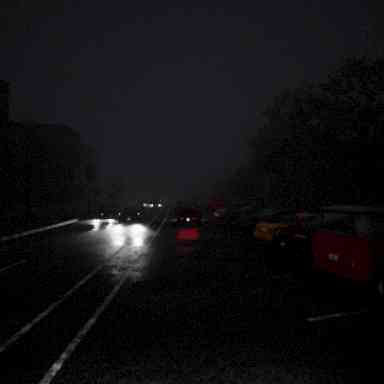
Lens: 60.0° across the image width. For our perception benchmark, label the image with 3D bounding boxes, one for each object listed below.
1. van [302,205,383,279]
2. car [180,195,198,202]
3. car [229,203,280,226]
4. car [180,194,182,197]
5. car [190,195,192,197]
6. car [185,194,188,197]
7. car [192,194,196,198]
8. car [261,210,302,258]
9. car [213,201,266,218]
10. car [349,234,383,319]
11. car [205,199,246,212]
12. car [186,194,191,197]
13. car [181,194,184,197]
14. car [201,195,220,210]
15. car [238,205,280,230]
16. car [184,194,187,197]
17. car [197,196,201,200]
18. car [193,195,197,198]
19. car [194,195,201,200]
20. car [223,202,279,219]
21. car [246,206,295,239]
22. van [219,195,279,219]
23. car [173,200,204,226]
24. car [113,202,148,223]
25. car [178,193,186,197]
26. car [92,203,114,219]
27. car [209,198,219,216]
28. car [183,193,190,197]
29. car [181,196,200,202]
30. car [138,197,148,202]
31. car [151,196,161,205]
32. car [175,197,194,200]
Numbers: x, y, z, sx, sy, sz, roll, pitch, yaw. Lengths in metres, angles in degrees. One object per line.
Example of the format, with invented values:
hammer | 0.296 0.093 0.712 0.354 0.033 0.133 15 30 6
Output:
van | 5.367 1.309 8.636 4.442 1.987 1.878 1 -1 -21
car | -0.735 1.777 94.451 4.553 1.767 2.185 1 0 -28
car | 5.003 1.616 20.446 4.674 1.452 2.002 0 0 -21
car | 0.377 1.922 85.605 4.892 1.521 2.231 1 0 -27
car | 2.732 1.759 61.951 5.008 1.535 2.097 1 0 -25
car | 1.631 1.842 73.790 5.008 1.535 2.097 1 -1 -26
car | 2.935 1.614 58.986 4.553 1.767 2.185 1 -1 -25
car | 5.211 1.546 11.561 5.008 1.535 2.097 1 -1 -21
car | 4.608 1.651 32.305 4.674 1.452 2.002 1 0 -23
car | 5.285 1.559 5.616 4.674 1.452 2.002 1 0 -21
car | 4.170 1.686 41.204 4.674 1.452 2.002 1 0 -23
car | 1.936 1.821 70.828 5.008 1.535 2.097 1 0 -26
car | 0.699 1.906 82.653 5.008 1.535 2.097 1 -1 -27
car | 4.354 1.382 38.256 5.566 2.045 2.435 1 -1 -23
car | 5.093 1.608 17.500 4.674 1.452 2.002 1 0 -21
car | 1.505 1.864 76.828 5.366 1.575 1.946 1 -1 -26
car | 3.824 1.675 47.135 4.892 1.521 2.231 1 0 -24
car | 3.189 1.722 56.032 5.008 1.535 2.097 1 -1 -24
car | 3.385 1.734 53.054 4.792 1.488 2.163 1 0 -24
car | 4.937 1.624 23.400 4.674 1.452 2.002 1 0 -22
car | 5.340 1.558 14.597 5.366 1.575 1.946 1 -1 -21
van | 4.736 1.365 26.322 4.442 1.987 1.878 1 0 -22
car | -0.341 1.608 24.657 1.837 1.490 4.892 0 0 -2
car | -4.766 1.715 26.951 1.895 1.301 4.718 0 0 -2
car | 0.048 1.674 88.579 5.566 2.045 2.435 1 0 -27
car | -7.703 1.692 30.236 1.994 1.385 4.181 0 0 -2
car | 4.558 1.595 29.265 5.366 1.575 1.946 1 0 -22
car | 1.056 1.760 79.708 4.553 1.767 2.185 1 0 -26
car | -0.314 1.949 91.531 4.792 1.488 2.163 1 0 -27
car | -10.483 1.881 71.622 2.033 1.411 5.357 0 0 -5
car | -7.287 1.690 67.647 2.097 1.767 4.553 0 -1 -5
car | -1.117 1.731 41.756 1.994 1.385 4.181 0 0 -3
